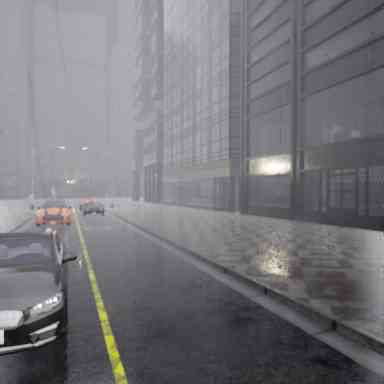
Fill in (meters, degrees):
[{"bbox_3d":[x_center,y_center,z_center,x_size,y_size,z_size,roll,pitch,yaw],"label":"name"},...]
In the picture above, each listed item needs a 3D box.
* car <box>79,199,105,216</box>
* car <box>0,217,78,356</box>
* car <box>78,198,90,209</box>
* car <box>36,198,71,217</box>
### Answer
[{"bbox_3d":[-9.645,1.604,32.280,1.895,1.301,4.718,0,0,-20],"label":"car"},{"bbox_3d":[-3.298,1.491,6.266,2.128,1.511,4.902,0,0,-20],"label":"car"},{"bbox_3d":[-13.235,1.530,41.943,1.812,1.442,4.674,0,0,-20],"label":"car"},{"bbox_3d":[-9.483,1.353,22.960,2.097,1.767,4.553,0,0,-20],"label":"car"}]
